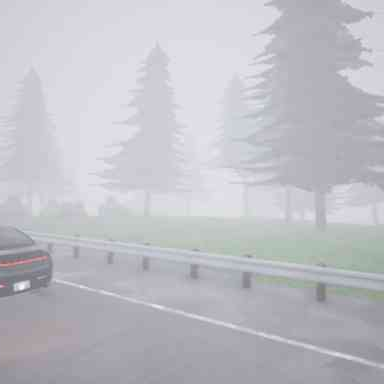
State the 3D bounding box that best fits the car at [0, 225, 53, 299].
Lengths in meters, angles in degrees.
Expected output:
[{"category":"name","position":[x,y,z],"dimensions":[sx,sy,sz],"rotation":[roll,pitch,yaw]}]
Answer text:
[{"category":"car","position":[-5.140,1.478,7.521],"dimensions":[4.892,1.490,1.837],"rotation":[0,0,34]}]
